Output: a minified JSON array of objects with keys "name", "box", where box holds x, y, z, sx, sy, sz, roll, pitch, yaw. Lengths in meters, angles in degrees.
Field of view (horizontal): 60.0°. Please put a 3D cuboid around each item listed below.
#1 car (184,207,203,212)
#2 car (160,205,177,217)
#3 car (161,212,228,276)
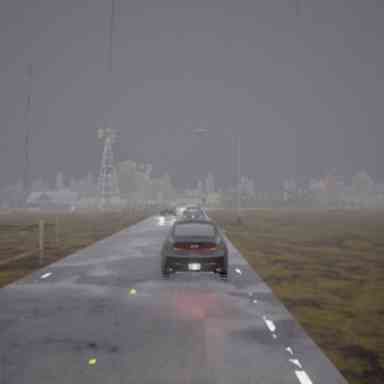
[{"name":"car","box":[0.090,1.931,27.156,2.033,1.411,5.357,0,-1,0]},{"name":"car","box":[-2.833,2.252,40.366,1.895,1.301,4.718,0,-1,0]},{"name":"car","box":[0.078,1.635,10.775,1.837,1.490,4.892,0,0,0]}]
